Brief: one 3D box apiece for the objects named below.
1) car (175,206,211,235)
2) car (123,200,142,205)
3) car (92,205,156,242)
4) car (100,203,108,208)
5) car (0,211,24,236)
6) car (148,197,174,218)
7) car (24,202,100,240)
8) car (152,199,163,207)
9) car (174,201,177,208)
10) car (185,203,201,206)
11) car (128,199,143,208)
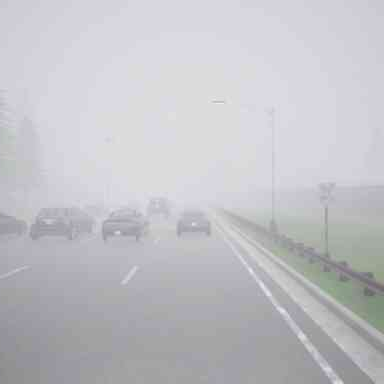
[{"bbox_3d":[0.102,1.777,20.424,1.994,1.385,4.181,0,-1,0],"label":"car"},{"bbox_3d":[-6.910,1.913,37.120,1.812,1.442,4.674,0,-1,0],"label":"car"},{"bbox_3d":[-3.398,1.676,17.640,2.128,1.511,4.902,0,-1,0],"label":"car"},{"bbox_3d":[-10.396,1.882,36.158,1.837,1.490,4.892,0,-1,0],"label":"car"},{"bbox_3d":[-10.412,1.706,17.247,1.812,1.442,4.674,0,-1,0],"label":"car"},{"bbox_3d":[-3.396,1.588,35.198,2.150,2.045,5.566,0,-1,0],"label":"car"},{"bbox_3d":[-6.897,1.543,18.212,2.097,1.767,4.553,0,-1,0],"label":"car"},{"bbox_3d":[-6.993,2.230,67.747,1.812,1.442,4.674,0,-1,0],"label":"car"},{"bbox_3d":[-3.473,2.137,56.588,2.033,1.411,5.357,0,-1,0],"label":"car"},{"bbox_3d":[0.091,1.912,37.086,1.812,1.442,4.674,0,-1,0],"label":"car"},{"bbox_3d":[-10.430,2.117,61.444,1.882,1.535,5.008,0,0,0],"label":"car"}]
